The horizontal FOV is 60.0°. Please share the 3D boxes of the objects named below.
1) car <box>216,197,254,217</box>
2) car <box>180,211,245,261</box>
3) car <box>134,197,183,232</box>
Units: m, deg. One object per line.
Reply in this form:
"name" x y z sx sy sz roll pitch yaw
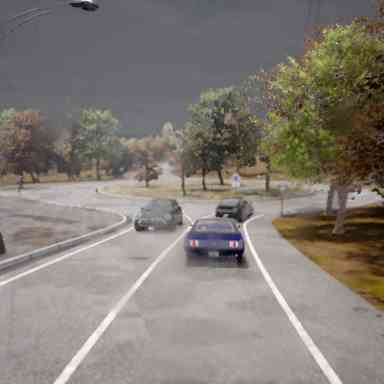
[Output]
"car" 3.115 1.130 23.978 1.837 1.490 4.892 2 4 22
"car" 0.856 1.598 12.288 1.895 1.301 4.718 1 0 5
"car" -1.821 1.207 19.364 2.097 1.767 4.553 1 2 7
